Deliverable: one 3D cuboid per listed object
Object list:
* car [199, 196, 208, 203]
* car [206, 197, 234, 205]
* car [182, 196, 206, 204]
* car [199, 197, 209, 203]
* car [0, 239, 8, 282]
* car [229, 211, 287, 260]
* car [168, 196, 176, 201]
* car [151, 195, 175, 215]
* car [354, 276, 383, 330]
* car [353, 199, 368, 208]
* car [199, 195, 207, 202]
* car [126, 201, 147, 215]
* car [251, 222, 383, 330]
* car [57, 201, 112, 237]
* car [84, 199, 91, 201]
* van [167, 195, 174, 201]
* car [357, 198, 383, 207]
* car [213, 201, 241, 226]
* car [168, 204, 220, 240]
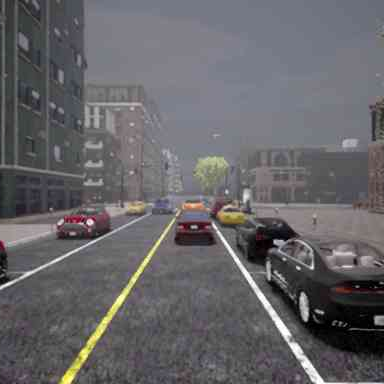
[{"bbox_3d":[2.673,1.638,78.188,1.967,1.590,4.097,0,0,0],"label":"car"},{"bbox_3d":[2.684,1.374,29.000,2.192,1.841,5.009,0,0,0],"label":"car"},{"bbox_3d":[0.094,1.419,33.405,2.097,1.767,4.553,0,0,0],"label":"car"},{"bbox_3d":[2.674,1.728,72.491,2.008,1.369,4.403,0,0,0],"label":"car"},{"bbox_3d":[-5.692,1.454,6.840,1.967,1.590,4.097,0,0,0],"label":"car"},{"bbox_3d":[2.687,1.591,12.381,1.947,1.339,4.313,0,0,0],"label":"car"},{"bbox_3d":[-5.712,1.846,95.278,1.802,1.307,4.206,0,0,0],"label":"car"},{"bbox_3d":[-3.065,1.422,35.153,2.097,1.767,4.553,0,0,0],"label":"car"},{"bbox_3d":[2.690,1.568,1.303,1.947,1.339,4.313,0,0,0],"label":"car"},{"bbox_3d":[26.140,1.770,49.034,4.507,1.381,1.887,0,0,0],"label":"car"},{"bbox_3d":[2.671,1.659,83.884,1.967,1.590,4.097,0,0,0],"label":"car"},{"bbox_3d":[-5.698,1.595,34.369,1.752,1.417,4.829,0,0,0],"label":"car"},{"bbox_3d":[2.689,1.565,6.841,2.008,1.369,4.403,0,0,0],"label":"car"},{"bbox_3d":[-5.694,1.476,17.919,1.967,1.590,4.097,0,0,0],"label":"car"},{"bbox_3d":[-17.283,1.363,48.770,5.009,1.841,2.192,0,0,0],"label":"car"},{"bbox_3d":[-5.711,1.582,89.582,1.690,1.788,3.998,0,0,0],"label":"van"},{"bbox_3d":[31.432,1.792,57.506,4.829,1.417,1.752,0,0,0],"label":"car"},{"bbox_3d":[2.685,1.573,23.630,1.752,1.417,4.829,0,0,0],"label":"car"},{"bbox_3d":[0.098,1.582,17.021,2.033,1.411,5.357,0,0,0],"label":"car"}]
